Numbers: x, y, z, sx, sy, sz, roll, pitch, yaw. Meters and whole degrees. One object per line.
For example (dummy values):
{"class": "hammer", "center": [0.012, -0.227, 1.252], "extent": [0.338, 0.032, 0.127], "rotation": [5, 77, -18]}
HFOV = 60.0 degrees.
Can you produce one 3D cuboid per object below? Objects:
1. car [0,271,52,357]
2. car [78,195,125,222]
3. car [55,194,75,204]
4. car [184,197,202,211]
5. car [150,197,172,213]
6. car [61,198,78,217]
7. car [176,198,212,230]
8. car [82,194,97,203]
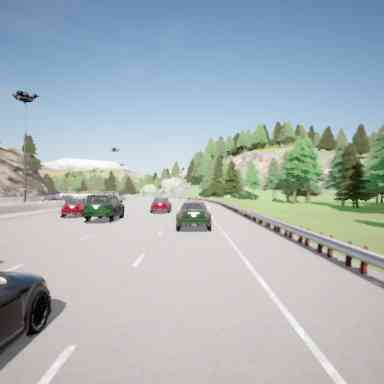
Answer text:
{"class": "car", "center": [-3.398, 1.564, 4.045], "extent": [1.994, 1.385, 4.181], "rotation": [0, 0, 0]}
{"class": "car", "center": [-6.894, 1.220, 26.531], "extent": [2.150, 2.045, 5.566], "rotation": [0, 0, 0]}
{"class": "car", "center": [-24.668, 1.352, 64.799], "extent": [2.097, 1.767, 4.553], "rotation": [0, 0, -2]}
{"class": "car", "center": [0.109, 1.488, 41.937], "extent": [2.128, 1.511, 4.902], "rotation": [0, 0, 0]}
{"class": "car", "center": [-3.391, 1.349, 37.386], "extent": [2.097, 1.767, 4.553], "rotation": [0, 0, 0]}
{"class": "car", "center": [-10.392, 1.350, 30.929], "extent": [2.097, 1.767, 4.553], "rotation": [0, 0, 0]}
{"class": "car", "center": [0.106, 1.350, 21.188], "extent": [2.097, 1.767, 4.553], "rotation": [0, 0, 0]}
{"class": "car", "center": [-21.433, 1.350, 69.768], "extent": [2.097, 1.767, 4.553], "rotation": [0, 0, -3]}
